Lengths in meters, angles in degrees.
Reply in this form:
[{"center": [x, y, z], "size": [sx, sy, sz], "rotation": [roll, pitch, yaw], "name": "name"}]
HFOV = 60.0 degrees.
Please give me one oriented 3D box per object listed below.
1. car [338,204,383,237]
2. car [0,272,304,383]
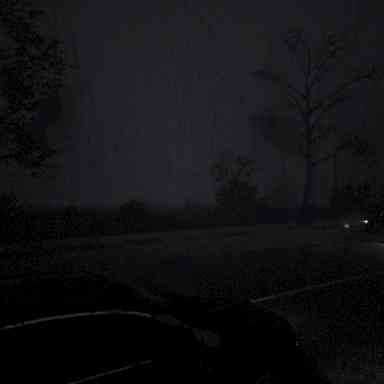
[{"center": [9.880, 1.414, 17.565], "size": [4.902, 1.511, 2.128], "rotation": [0, 0, -26], "name": "car"}, {"center": [-1.078, 1.497, 2.818], "size": [4.892, 1.490, 1.837], "rotation": [-1, 0, -35], "name": "car"}]
